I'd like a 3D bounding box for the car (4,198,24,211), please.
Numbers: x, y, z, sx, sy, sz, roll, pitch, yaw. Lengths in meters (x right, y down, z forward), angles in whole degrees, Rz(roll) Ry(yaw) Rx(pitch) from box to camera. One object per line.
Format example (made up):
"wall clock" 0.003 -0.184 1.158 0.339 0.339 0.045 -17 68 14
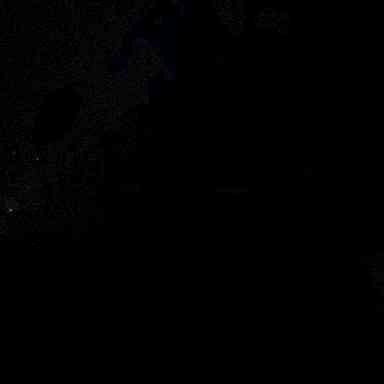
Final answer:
"car" -23.969 1.653 44.891 2.128 1.511 4.902 3 -2 -26

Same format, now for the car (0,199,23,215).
"car" -19.063 1.605 35.218 1.812 1.442 4.674 3 -2 -26
